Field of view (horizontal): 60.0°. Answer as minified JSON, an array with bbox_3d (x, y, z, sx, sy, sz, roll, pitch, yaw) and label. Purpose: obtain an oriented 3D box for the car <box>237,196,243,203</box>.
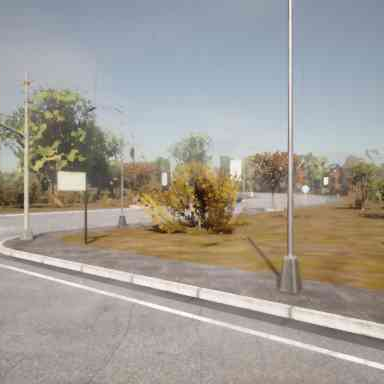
[{"bbox_3d":[7.185,1.237,57.565,1.837,1.490,4.892,0,1,37],"label":"car"}]
